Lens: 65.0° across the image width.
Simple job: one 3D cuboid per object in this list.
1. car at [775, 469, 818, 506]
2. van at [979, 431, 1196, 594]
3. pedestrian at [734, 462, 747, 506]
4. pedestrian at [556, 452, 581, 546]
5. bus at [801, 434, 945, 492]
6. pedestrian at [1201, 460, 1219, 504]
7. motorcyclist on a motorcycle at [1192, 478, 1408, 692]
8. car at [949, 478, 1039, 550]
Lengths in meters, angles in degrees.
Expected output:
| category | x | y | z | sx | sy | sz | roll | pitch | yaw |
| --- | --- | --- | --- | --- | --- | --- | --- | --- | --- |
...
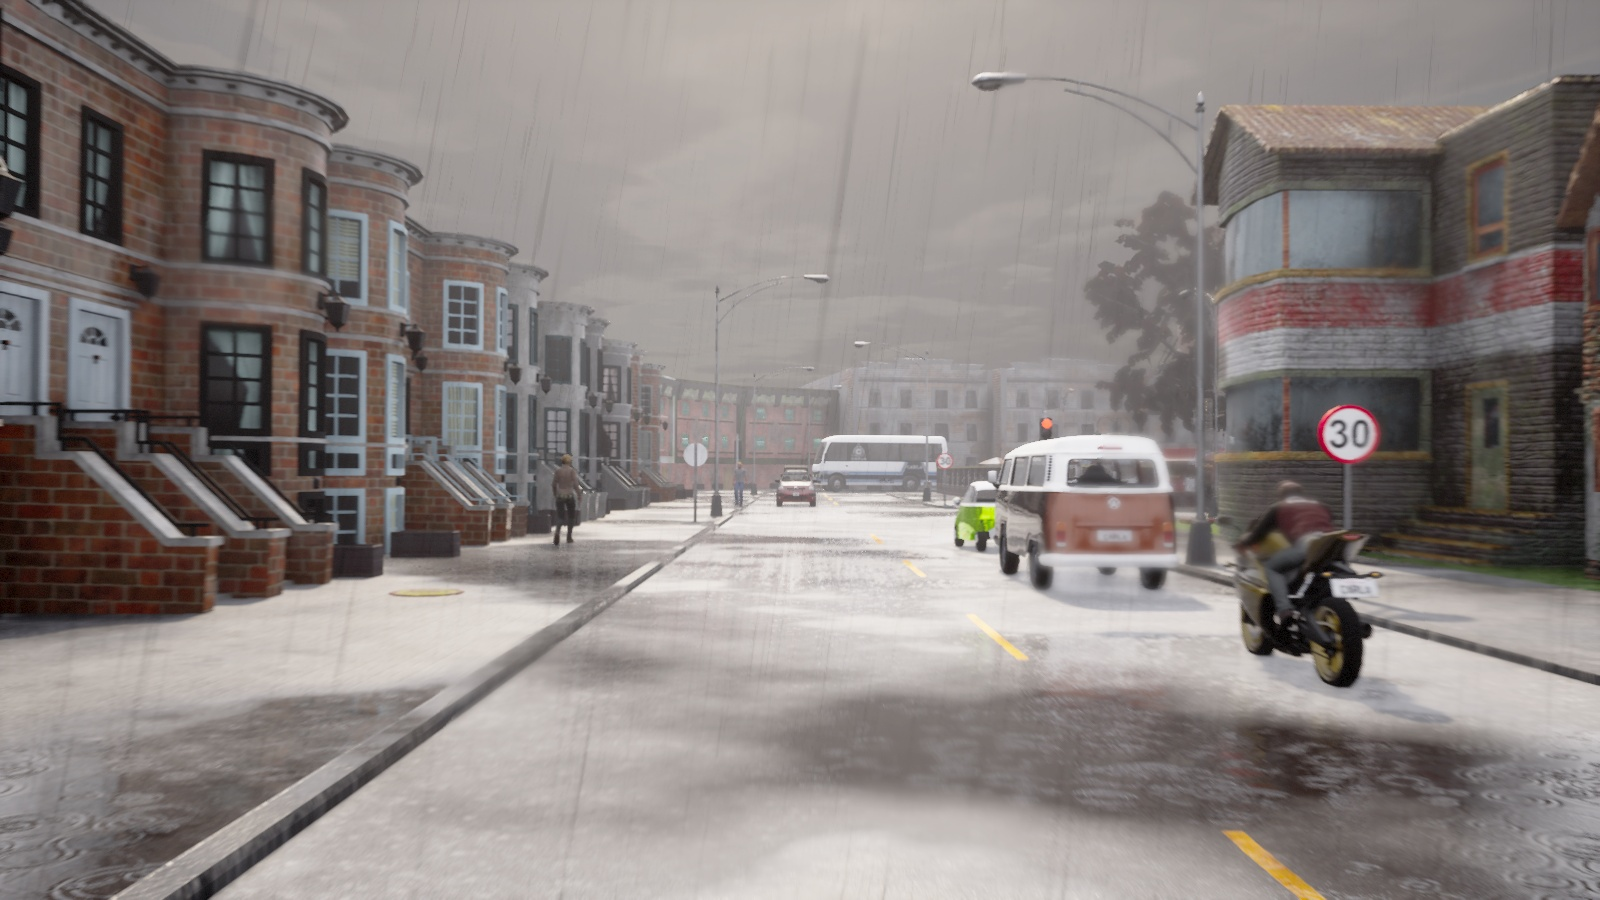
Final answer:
| category | x | y | z | sx | sy | sz | roll | pitch | yaw |
| --- | --- | --- | --- | --- | --- | --- | --- | --- | --- |
| car | -0.154 | 1.650 | 56.023 | 1.851 | 1.617 | 3.988 | 0 | -1 | 0 |
| van | 3.955 | 0.825 | 18.097 | 2.069 | 2.038 | 4.480 | 0 | -1 | 0 |
| pedestrian | -2.460 | 1.400 | 51.767 | 0.354 | 1.836 | 0.706 | 0 | -1 | 15 |
| pedestrian | -4.595 | 0.960 | 24.939 | 0.331 | 1.846 | 0.634 | 0 | -1 | 6 |
| bus | 5.456 | 0.992 | 94.671 | 10.273 | 4.253 | 3.944 | 0 | -1 | -9 |
| pedestrian | 17.157 | 1.334 | 52.544 | 0.634 | 1.846 | 0.331 | 0 | -1 | 0 |
| motorcyclist on a motorcycle | 3.974 | 1.005 | 10.221 | 0.866 | 1.530 | 2.191 | 0 | -1 | 0 |
| car | 3.934 | 1.283 | 25.698 | 1.481 | 1.376 | 2.207 | 0 | -1 | 0 |
